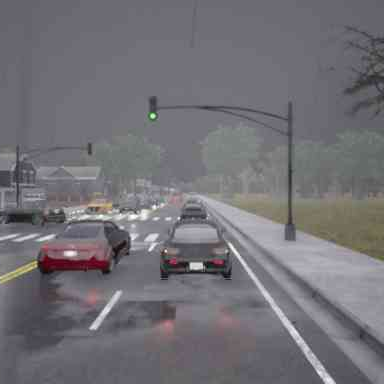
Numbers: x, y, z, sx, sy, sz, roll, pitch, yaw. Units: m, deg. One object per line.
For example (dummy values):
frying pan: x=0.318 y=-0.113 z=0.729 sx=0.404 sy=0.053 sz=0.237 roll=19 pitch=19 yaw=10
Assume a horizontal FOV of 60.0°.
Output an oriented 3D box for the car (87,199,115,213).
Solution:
car: x=-9.850 y=1.479 z=35.902 sx=1.882 sy=1.535 sz=5.008 roll=0 pitch=0 yaw=-1

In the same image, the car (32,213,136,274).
car: x=-3.174 y=1.566 z=10.576 sx=1.994 sy=1.385 sz=4.181 roll=0 pitch=0 yaw=-1

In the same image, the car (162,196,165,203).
car: x=-6.498 y=1.488 z=66.709 sx=1.837 sy=1.490 sz=4.892 roll=0 pitch=0 yaw=0

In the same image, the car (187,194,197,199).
car: x=0.003 y=1.548 z=66.480 sx=1.994 sy=1.385 sz=4.181 roll=0 pitch=0 yaw=0

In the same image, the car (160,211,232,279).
car: x=0.101 y=1.529 z=9.918 sx=1.812 sy=1.442 sz=4.674 roll=0 pitch=0 yaw=0

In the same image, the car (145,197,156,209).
car: x=-6.589 y=1.488 z=45.232 sx=2.128 sy=1.511 sz=4.902 roll=0 pitch=0 yaw=0

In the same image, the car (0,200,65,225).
car: x=-11.075 y=1.358 z=22.897 sx=4.553 sy=1.767 sz=2.097 roll=0 pitch=0 yaw=19

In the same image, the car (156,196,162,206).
car: x=-6.547 y=1.555 z=55.236 sx=1.994 sy=1.385 sz=4.181 roll=0 pitch=0 yaw=1

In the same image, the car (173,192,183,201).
car: x=-3.247 y=1.054 z=76.515 sx=2.150 sy=2.045 sz=5.566 roll=0 pitch=0 yaw=0

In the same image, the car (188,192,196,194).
car: x=0.003 y=1.055 z=76.515 sx=2.150 sy=2.045 sz=5.566 roll=0 pitch=0 yaw=0

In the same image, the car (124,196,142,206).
car: x=-9.791 y=1.482 z=55.432 sx=2.128 sy=1.511 sz=4.902 roll=0 pitch=0 yaw=1

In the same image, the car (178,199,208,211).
car: x=0.095 y=1.510 z=24.790 sx=1.837 sy=1.490 sz=4.892 roll=0 pitch=0 yaw=0

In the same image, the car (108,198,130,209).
car: x=-9.831 y=1.560 z=45.055 sx=1.994 sy=1.385 sz=4.181 roll=0 pitch=0 yaw=1

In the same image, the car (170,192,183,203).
car: x=-3.247 y=1.337 z=66.451 sx=2.097 sy=1.767 sz=4.553 roll=0 pitch=0 yaw=0

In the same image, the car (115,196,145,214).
car: x=-6.594 y=1.506 z=35.859 sx=1.837 sy=1.490 sz=4.892 roll=0 pitch=0 yaw=0
